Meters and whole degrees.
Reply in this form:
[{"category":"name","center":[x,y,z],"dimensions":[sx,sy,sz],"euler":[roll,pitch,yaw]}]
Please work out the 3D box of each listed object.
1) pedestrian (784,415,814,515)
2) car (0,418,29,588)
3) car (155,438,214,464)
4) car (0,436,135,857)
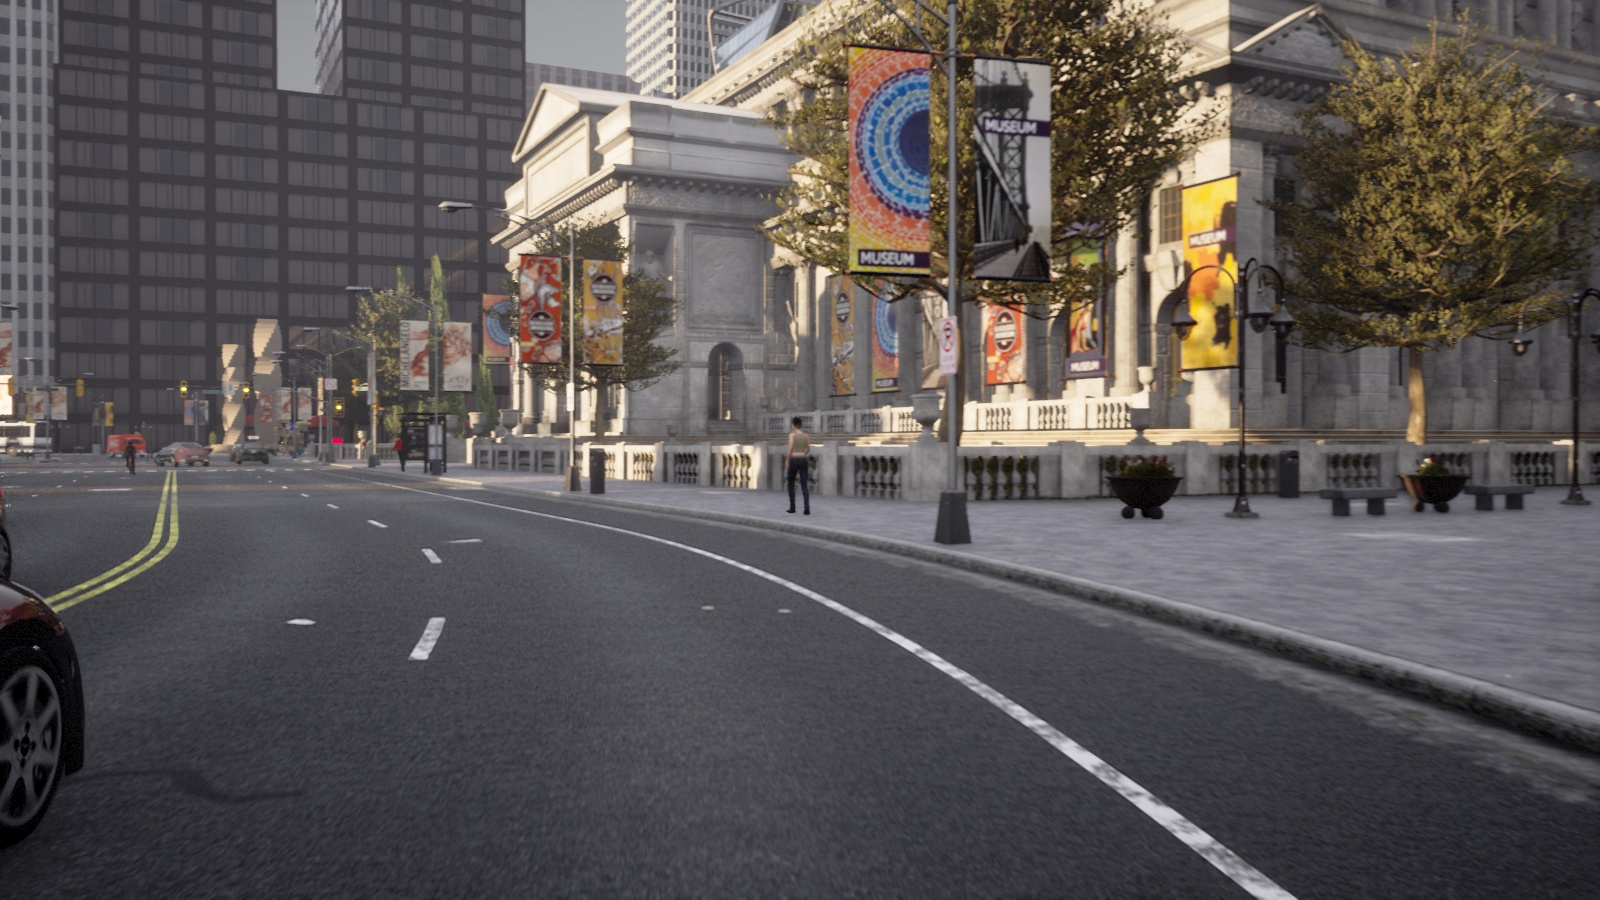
[{"category":"pedestrian","center":[-0.021,0.271,23.417],"dimensions":[0.345,1.836,0.594],"euler":[0,0,-24]},{"category":"car","center":[-8.551,0.531,10.697],"dimensions":[2.242,1.667,4.611],"euler":[0,0,-16]},{"category":"car","center":[-40.181,0.065,81.916],"dimensions":[2.152,1.651,5.027],"euler":[0,0,-42]},{"category":"car","center":[-3.722,0.693,3.452],"dimensions":[1.970,1.475,3.806],"euler":[0,0,-4]}]
